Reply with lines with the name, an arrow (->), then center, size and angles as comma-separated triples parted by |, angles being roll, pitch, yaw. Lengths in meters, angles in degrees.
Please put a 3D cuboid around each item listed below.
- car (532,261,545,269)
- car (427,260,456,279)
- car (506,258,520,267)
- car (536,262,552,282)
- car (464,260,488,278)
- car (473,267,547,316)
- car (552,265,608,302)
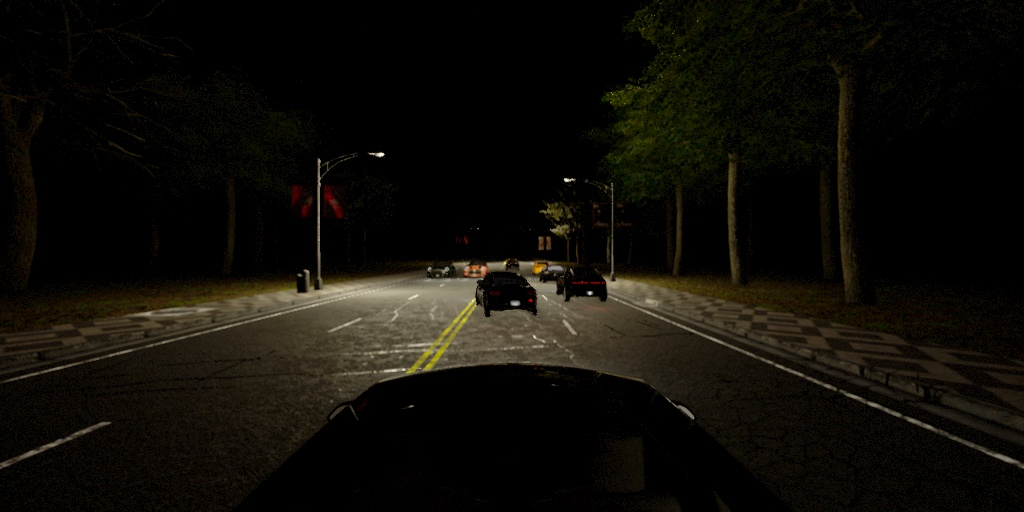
car -> 3.247, 1.319, 39.357 | 1.882, 1.535, 5.008 | 0, 0, 0
car -> -6.602, 1.182, 34.020 | 2.097, 1.767, 4.553 | 0, 0, 0
car -> 0.096, 1.347, 51.287 | 2.128, 1.511, 4.902 | 0, 0, 0
car -> 3.248, 1.381, 28.357 | 1.994, 1.385, 4.181 | 0, 0, 0
car -> -3.352, 1.183, 34.536 | 2.097, 1.767, 4.553 | 0, 0, 0
car -> -0.283, 1.310, 13.449 | 1.812, 1.442, 4.674 | 0, 0, -10
car -> 3.249, 1.297, 17.357 | 1.837, 1.490, 4.892 | 0, 0, 0
